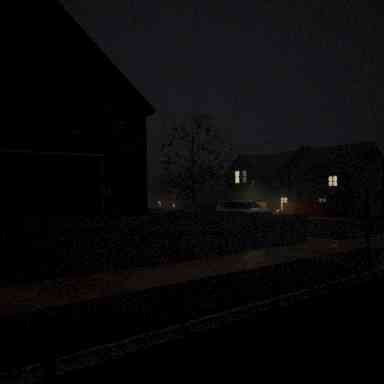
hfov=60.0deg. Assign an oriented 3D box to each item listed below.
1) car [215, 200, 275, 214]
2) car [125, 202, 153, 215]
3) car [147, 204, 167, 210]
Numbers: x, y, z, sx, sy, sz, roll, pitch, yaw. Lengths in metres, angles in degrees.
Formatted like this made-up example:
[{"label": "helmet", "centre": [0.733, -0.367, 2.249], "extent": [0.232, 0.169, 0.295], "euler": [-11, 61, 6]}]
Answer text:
[{"label": "car", "centre": [4.206, 1.662, 27.104], "extent": [2.150, 2.045, 5.566], "euler": [-1, 0, -36]}, {"label": "car", "centre": [-7.837, 2.341, 48.811], "extent": [2.097, 1.767, 4.553], "euler": [-1, -1, -35]}, {"label": "car", "centre": [-4.107, 2.311, 38.659], "extent": [1.812, 1.442, 4.674], "euler": [-1, -1, -35]}]
